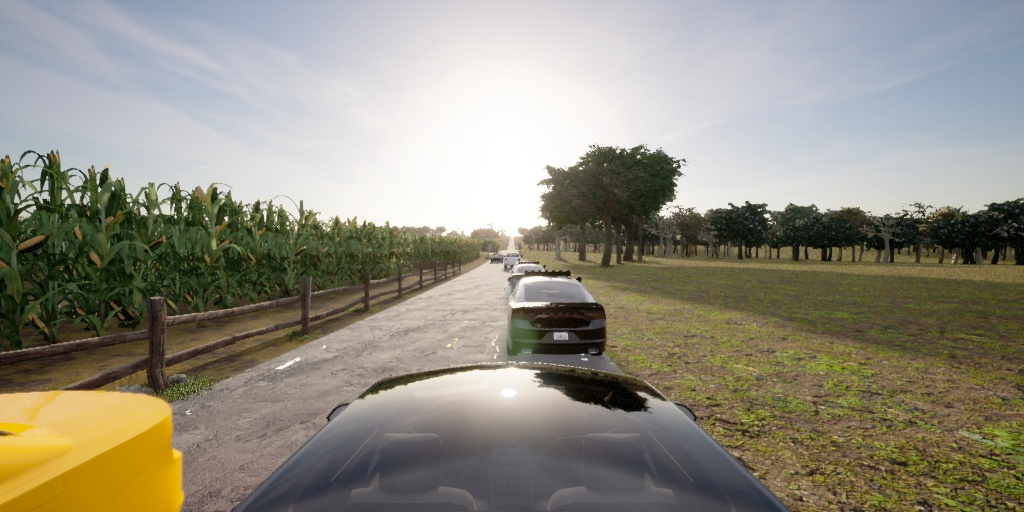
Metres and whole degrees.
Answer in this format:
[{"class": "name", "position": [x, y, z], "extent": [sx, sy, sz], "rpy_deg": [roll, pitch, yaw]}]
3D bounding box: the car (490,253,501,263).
[{"class": "car", "position": [-2.610, 0.240, 62.101], "extent": [2.097, 1.767, 4.553], "rpy_deg": [0, 2, 0]}]

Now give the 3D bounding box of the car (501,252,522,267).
[{"class": "car", "position": [0.129, 0.527, 46.109], "extent": [2.150, 2.045, 5.566], "rpy_deg": [0, 1, 1]}]

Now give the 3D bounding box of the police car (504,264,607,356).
[{"class": "police car", "position": [0.843, 1.154, 8.721], "extent": [1.930, 1.638, 5.238], "rpy_deg": [0, 0, 0]}]

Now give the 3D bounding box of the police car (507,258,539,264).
[{"class": "police car", "position": [0.865, 1.090, 18.722], "extent": [1.930, 1.638, 5.238], "rpy_deg": [0, 0, 0]}]
